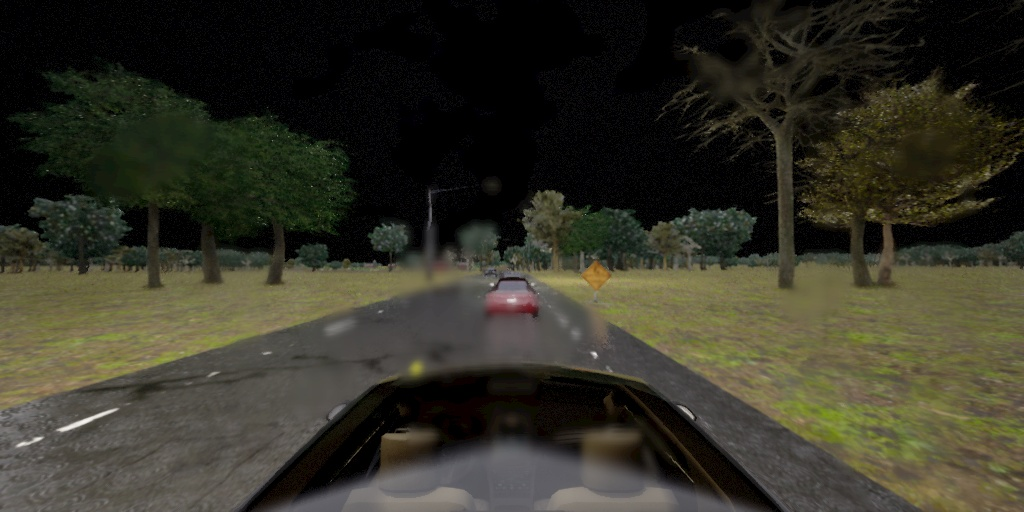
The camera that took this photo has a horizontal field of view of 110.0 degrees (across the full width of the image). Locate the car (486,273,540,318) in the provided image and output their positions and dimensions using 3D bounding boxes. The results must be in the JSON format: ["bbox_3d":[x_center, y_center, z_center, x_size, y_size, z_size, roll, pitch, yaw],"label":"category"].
[{"bbox_3d":[0.043,1.543,14.234,1.994,1.385,4.181,0,-1,0],"label":"car"}]

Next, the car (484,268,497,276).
[{"bbox_3d":[-3.556,2.655,60.571,1.994,1.385,4.181,0,-2,1],"label":"car"}]

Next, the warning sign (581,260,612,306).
[{"bbox_3d":[3.547,1.112,15.120,1.300,1.860,1.060,0,0,0],"label":"warning sign"}]

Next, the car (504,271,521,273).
[{"bbox_3d":[0.036,1.877,28.603,1.895,1.301,4.718,0,-1,1],"label":"car"}]
